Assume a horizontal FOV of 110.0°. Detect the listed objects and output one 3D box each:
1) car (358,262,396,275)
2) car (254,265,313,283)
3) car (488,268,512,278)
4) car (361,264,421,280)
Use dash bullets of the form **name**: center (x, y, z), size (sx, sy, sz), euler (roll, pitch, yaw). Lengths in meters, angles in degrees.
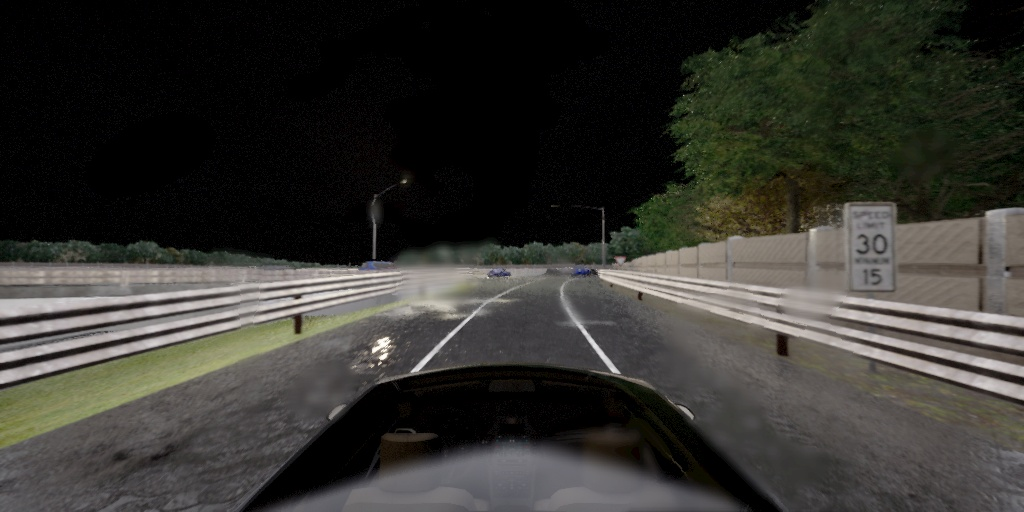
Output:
- **car**: center (-12.482, 1.608, 35.924), size (2.150, 2.045, 5.566), euler (-1, -2, 44)
- **car**: center (-20.709, 1.592, 32.767), size (4.553, 1.767, 2.097), euler (2, -3, -44)
- **car**: center (-1.858, 2.602, 54.508), size (1.812, 1.442, 4.674), euler (-1, -2, 33)
- **car**: center (-10.694, 1.779, 32.793), size (1.882, 1.535, 5.008), euler (-1, -2, 44)
